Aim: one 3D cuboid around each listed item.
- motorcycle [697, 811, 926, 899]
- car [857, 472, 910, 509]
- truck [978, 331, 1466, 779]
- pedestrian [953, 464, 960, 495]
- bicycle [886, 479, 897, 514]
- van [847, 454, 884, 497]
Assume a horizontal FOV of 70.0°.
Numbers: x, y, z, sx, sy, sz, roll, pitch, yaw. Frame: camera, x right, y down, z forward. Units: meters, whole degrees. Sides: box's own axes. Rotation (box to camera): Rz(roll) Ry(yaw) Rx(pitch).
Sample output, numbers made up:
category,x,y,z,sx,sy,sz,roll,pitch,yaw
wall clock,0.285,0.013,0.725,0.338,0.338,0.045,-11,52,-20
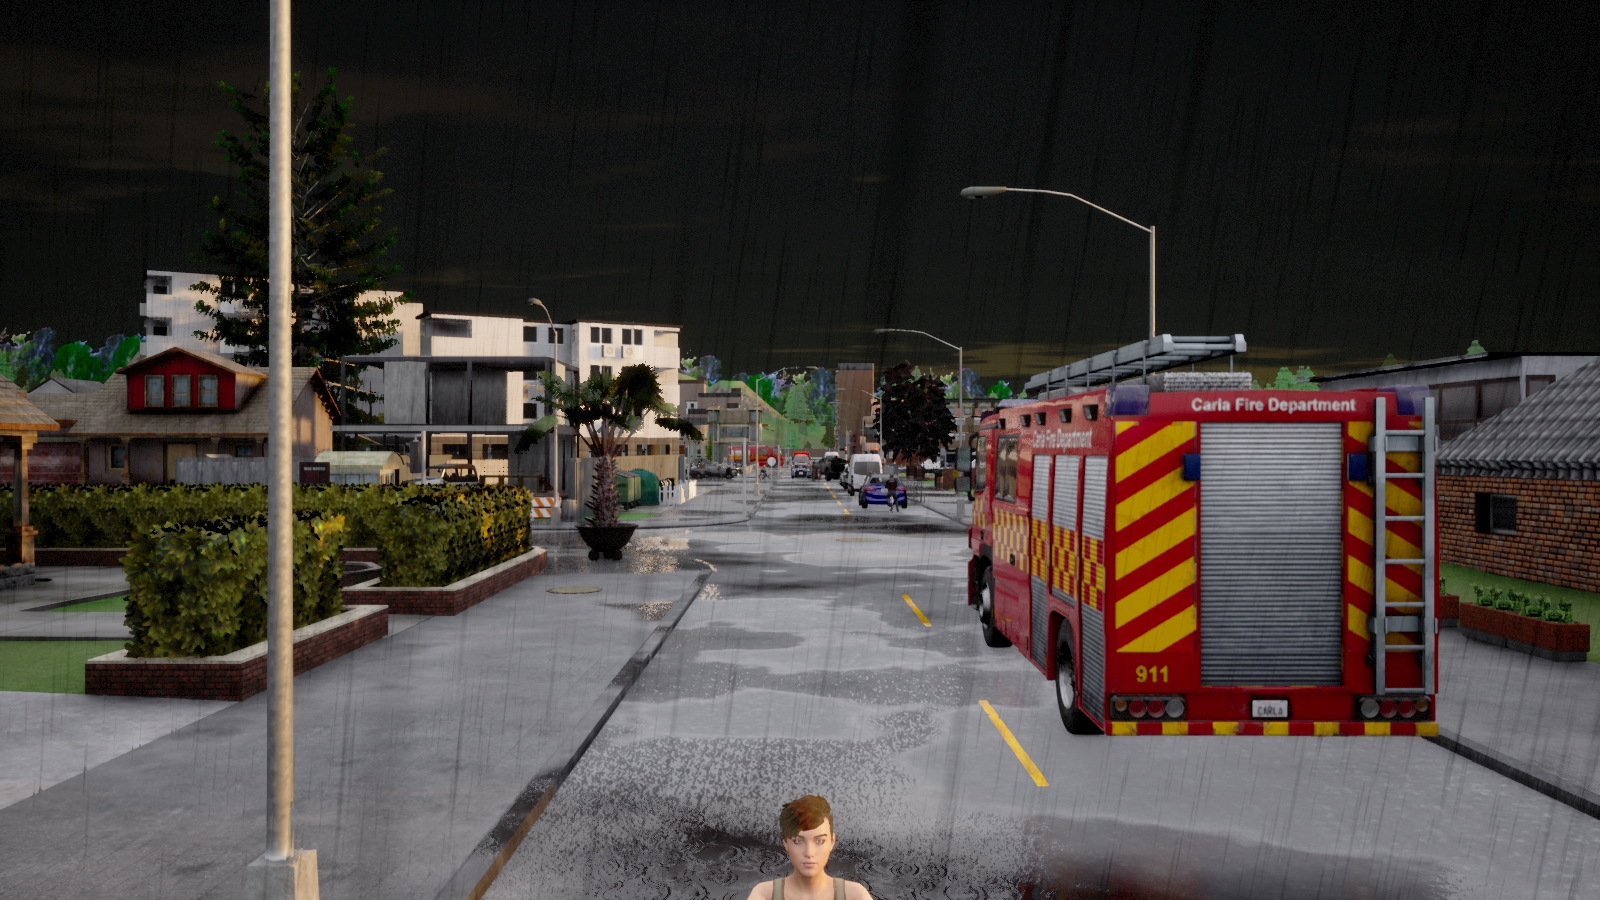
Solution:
category,x,y,z,sx,sy,sz,roll,pitch,yaw
motorcycle,0.039,2.155,3.558,0.764,1.307,2.356,0,0,0
car,4.046,1.967,56.171,2.242,1.667,4.611,0,0,0
truck,4.261,0.891,13.996,2.891,3.827,8.468,0,0,0
pedestrian,9.298,1.744,67.950,0.375,1.860,0.375,0,0,0
bicycle,4.077,2.060,50.936,0.329,1.471,1.835,0,0,0
van,4.045,1.534,71.355,1.988,2.561,5.915,0,0,0
